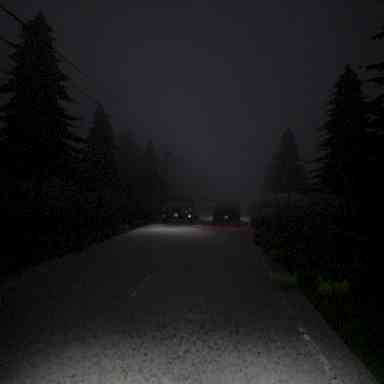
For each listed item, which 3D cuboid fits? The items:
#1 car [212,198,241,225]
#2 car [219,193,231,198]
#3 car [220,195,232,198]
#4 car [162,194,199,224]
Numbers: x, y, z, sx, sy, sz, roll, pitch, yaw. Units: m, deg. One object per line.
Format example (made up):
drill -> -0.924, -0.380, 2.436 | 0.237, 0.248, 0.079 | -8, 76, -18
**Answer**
car -> 2.539, 1.477, 24.213 | 1.882, 1.535, 5.008 | 0, 0, 7
car -> 6.574, 1.219, 65.802 | 2.150, 2.045, 5.566 | 0, 0, 14
car -> 5.074, 1.492, 41.923 | 2.128, 1.511, 4.902 | 0, 0, 9
car -> -0.736, 1.212, 25.408 | 2.150, 2.045, 5.566 | 0, 0, 7
